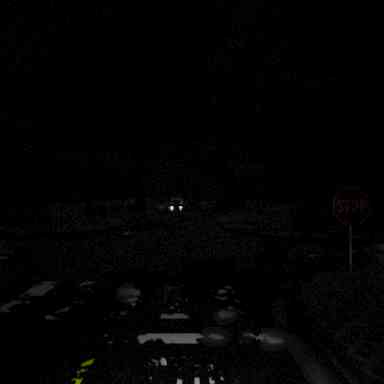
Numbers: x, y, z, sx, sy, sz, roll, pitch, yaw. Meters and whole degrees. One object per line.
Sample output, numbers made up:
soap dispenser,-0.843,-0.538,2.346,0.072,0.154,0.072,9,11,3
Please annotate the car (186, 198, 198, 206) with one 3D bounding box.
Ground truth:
car,0.003,1.883,66.000,2.128,1.511,4.902,0,-1,0

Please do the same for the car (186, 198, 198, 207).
car,0.003,1.766,55.580,2.128,1.511,4.902,0,-1,0

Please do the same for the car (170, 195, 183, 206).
car,-2.748,1.555,60.970,2.150,2.045,5.566,0,-1,0
